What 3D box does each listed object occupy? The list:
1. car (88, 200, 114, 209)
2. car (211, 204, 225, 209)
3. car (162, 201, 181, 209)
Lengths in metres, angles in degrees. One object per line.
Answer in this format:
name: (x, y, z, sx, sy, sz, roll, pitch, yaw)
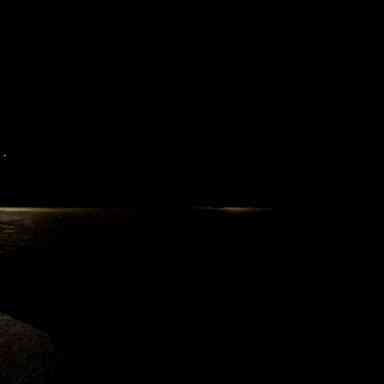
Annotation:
car: (-16.581, 2.243, 60.726, 1.882, 1.535, 5.008, 0, -2, 36)
car: (7.018, 3.783, 89.069, 1.895, 1.301, 4.718, 0, -2, 35)
car: (-4.422, 2.776, 72.997, 2.097, 1.767, 4.553, 0, -2, 35)
